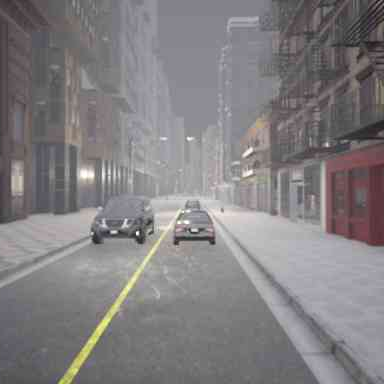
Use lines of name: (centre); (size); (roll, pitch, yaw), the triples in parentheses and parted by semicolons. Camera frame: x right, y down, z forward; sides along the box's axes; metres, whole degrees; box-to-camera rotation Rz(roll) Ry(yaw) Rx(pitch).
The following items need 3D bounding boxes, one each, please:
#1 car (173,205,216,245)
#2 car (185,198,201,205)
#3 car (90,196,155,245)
car: (0.100, 1.558, 15.694); (2.033, 1.411, 5.357); (0, 0, 0)
car: (0.097, 1.513, 42.370); (2.128, 1.511, 4.902); (0, 0, 0)
car: (-3.048, 1.234, 15.834); (2.150, 2.045, 5.566); (0, 0, 1)
